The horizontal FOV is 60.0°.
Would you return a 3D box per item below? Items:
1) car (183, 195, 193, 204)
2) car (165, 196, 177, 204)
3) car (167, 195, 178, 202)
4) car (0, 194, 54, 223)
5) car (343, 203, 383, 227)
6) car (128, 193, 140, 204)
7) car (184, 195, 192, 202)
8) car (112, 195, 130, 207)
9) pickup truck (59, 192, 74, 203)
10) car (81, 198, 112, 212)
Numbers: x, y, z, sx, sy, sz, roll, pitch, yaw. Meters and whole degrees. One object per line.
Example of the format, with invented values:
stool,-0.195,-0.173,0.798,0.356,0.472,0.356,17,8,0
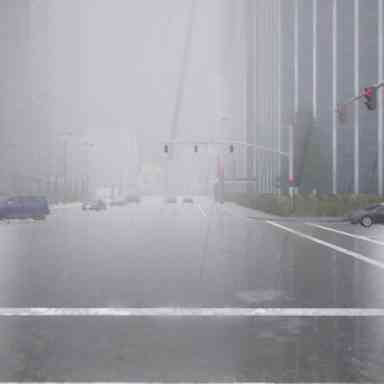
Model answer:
car,-0.790,1.507,65.341,1.812,1.442,4.674,0,0,-1
car,-4.187,1.582,65.000,1.895,1.301,4.718,0,0,0
car,-4.378,1.519,75.260,2.033,1.411,5.357,0,0,-1
car,-13.248,1.216,24.534,2.150,2.045,5.566,1,1,31
car,12.618,1.499,22.088,4.892,1.490,1.837,0,0,0
car,-11.320,1.205,64.141,2.150,2.045,5.566,0,0,0
car,-0.882,1.365,75.592,1.882,1.535,5.008,0,0,-1
car,-11.245,1.512,50.924,1.812,1.442,4.674,0,0,0
pickup truck,-24.365,1.041,60.024,2.390,2.098,6.274,0,0,30
car,-11.139,1.481,38.015,2.128,1.511,4.902,0,0,0
